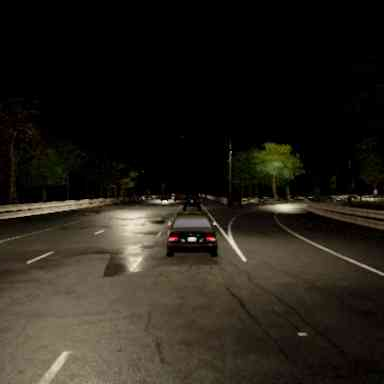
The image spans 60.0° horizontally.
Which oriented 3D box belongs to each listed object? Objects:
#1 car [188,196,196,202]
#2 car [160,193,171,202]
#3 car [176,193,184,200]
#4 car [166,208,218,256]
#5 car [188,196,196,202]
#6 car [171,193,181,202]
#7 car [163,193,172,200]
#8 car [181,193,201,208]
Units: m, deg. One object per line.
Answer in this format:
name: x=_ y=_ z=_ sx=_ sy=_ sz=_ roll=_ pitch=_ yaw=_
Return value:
car: x=-0.004 y=1.661 z=81.096 sx=1.882 sy=1.535 sz=5.008 roll=0 pitch=0 yaw=0
car: x=-7.004 y=1.690 z=84.854 sx=1.837 sy=1.490 sz=4.892 roll=0 pitch=0 yaw=0
car: x=-3.505 y=1.296 z=95.307 sx=2.150 sy=2.045 sz=5.566 roll=0 pitch=0 yaw=0
car: x=0.000 y=1.568 z=13.193 sx=2.033 sy=1.411 sz=5.357 roll=0 pitch=0 yaw=0
car: x=-0.004 y=1.724 z=86.518 sx=1.812 sy=1.442 sz=4.674 roll=0 pitch=0 yaw=0
car: x=-3.504 y=1.548 z=85.240 sx=2.097 sy=1.767 sz=4.553 roll=0 pitch=0 yaw=0
car: x=-7.005 y=1.296 z=95.306 sx=2.150 sy=2.045 sz=5.566 roll=0 pitch=0 yaw=0
car: x=-0.002 y=1.288 z=43.886 sx=2.150 sy=2.045 sz=5.566 roll=0 pitch=0 yaw=0
